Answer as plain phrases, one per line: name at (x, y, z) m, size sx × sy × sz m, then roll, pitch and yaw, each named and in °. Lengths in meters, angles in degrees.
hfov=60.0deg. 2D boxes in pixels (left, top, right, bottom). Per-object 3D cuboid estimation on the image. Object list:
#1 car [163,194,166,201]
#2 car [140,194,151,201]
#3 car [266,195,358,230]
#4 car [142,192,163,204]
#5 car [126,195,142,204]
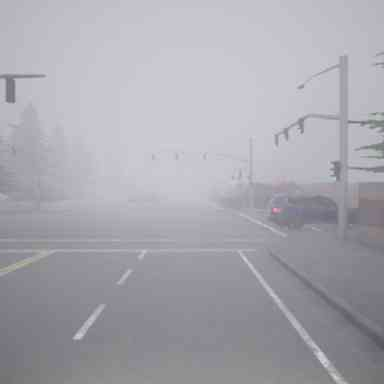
car at (-6.995, 1.175, 75.555) m, size 1.882 × 1.535 × 5.008 m, roll 0°, pitch 0°, yaw 0°
car at (-10.495, 1.180, 75.229) m, size 1.882 × 1.535 × 5.008 m, roll 0°, pitch 0°, yaw 0°
car at (7.179, 1.169, 19.625) m, size 5.566 × 2.045 × 2.150 m, roll 0°, pitch 1°, yaw -4°
car at (-7.023, 0.994, 59.717) m, size 2.150 × 2.045 × 5.566 m, roll 0°, pitch 0°, yaw 1°
car at (-10.526, 1.251, 59.754) m, size 1.882 × 1.535 × 5.008 m, roll 0°, pitch 0°, yaw 1°
